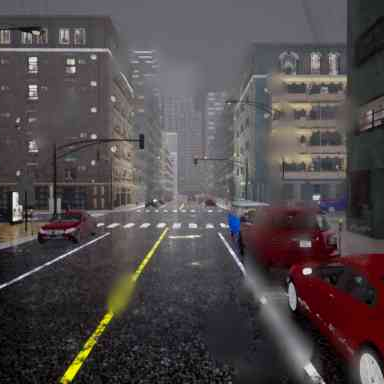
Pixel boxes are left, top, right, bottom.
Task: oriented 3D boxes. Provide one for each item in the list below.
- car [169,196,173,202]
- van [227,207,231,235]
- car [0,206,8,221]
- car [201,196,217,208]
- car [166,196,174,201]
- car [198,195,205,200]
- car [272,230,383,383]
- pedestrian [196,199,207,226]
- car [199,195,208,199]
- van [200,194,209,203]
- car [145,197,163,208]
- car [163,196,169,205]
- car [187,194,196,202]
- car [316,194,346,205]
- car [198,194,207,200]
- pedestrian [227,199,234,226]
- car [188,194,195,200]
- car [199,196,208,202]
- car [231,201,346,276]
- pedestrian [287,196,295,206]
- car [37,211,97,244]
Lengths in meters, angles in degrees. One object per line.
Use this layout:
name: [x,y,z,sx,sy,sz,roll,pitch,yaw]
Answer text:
car: [-5.753,1.564,75.773,1.887,1.381,4.507,0,0,0]
van: [2.671,1.340,15.755,1.690,1.788,3.998,0,0,0]
car: [-17.629,1.809,29.259,4.181,1.385,1.994,-1,0,0]
car: [2.649,1.585,48.150,1.802,1.307,4.206,0,0,0]
car: [-5.761,1.610,86.820,1.802,1.307,4.206,0,0,0]
car: [2.615,1.558,92.507,1.752,1.417,4.829,-1,0,0]
car: [2.681,1.544,4.699,1.887,1.381,4.507,0,0,0]
pedestrian: [0.627,1.292,21.514,0.375,1.860,0.375,0,0,0]
car: [2.645,1.572,53.673,1.947,1.339,4.313,0,0,0]
van: [2.630,1.357,70.243,1.690,1.788,3.998,0,0,0]
car: [-5.732,1.569,48.156,1.947,1.339,4.313,0,0,0]
car: [-5.741,1.575,59.203,1.947,1.339,4.313,0,0,0]
car: [-0.058,1.368,77.574,2.097,1.767,4.553,0,0,0]
car: [14.918,1.226,32.718,5.008,1.535,1.882,-1,0,0]
car: [2.636,1.557,64.720,1.887,1.381,4.507,0,0,0]
pedestrian: [2.561,1.292,20.944,0.375,1.860,0.375,0,0,0]
car: [-0.064,1.339,87.609,1.882,1.535,5.008,0,0,0]
car: [2.628,1.585,75.767,1.947,1.339,4.313,0,0,0]
car: [2.675,1.314,10.228,2.192,1.841,5.009,0,0,0]
pedestrian: [6.028,1.139,20.298,0.375,1.860,0.375,0,0,0]
car: [-5.708,1.581,15.750,1.802,1.307,4.206,0,0,0]
